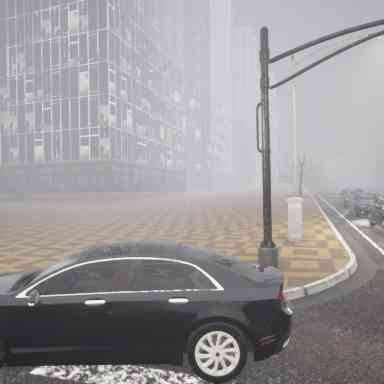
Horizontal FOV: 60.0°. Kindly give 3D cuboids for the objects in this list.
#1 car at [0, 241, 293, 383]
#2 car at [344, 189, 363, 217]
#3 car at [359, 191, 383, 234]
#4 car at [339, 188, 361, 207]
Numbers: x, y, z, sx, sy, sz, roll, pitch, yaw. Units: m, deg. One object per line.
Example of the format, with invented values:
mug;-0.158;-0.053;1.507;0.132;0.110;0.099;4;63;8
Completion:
car;-1.093;1.505;4.778;4.892;1.490;1.837;0;0;0
car;11.023;0.759;20.726;1.994;1.385;4.181;-1;2;17
car;8.983;0.928;14.429;2.128;1.511;4.902;-1;2;18
car;13.008;0.453;26.793;2.128;1.511;4.902;-1;2;18
